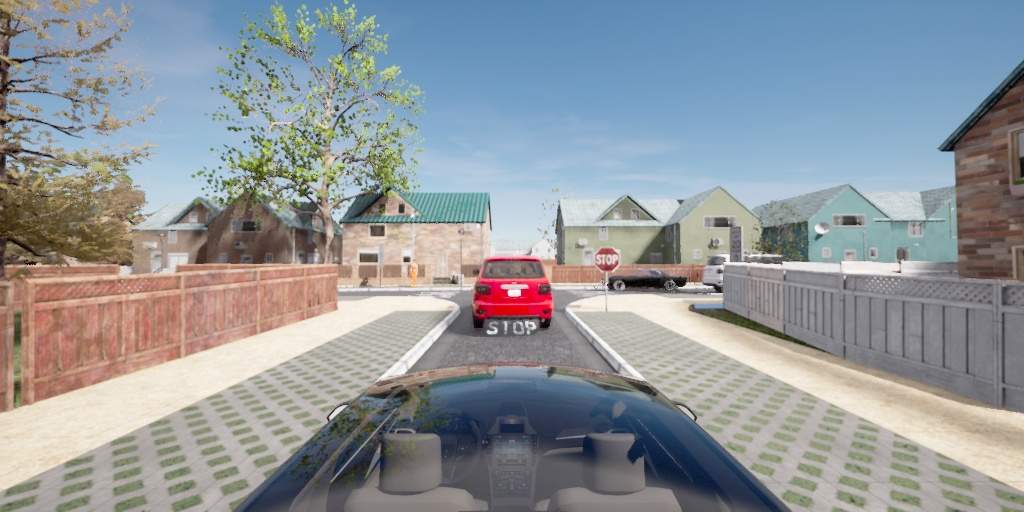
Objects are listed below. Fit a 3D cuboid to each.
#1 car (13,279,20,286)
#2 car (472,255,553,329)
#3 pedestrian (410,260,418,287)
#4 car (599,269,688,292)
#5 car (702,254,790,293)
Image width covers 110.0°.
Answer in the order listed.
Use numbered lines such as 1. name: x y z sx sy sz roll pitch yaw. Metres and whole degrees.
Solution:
1. car: -32.967 1.764 21.927 4.674 1.442 1.812 -1 -2 1
2. car: -0.087 1.002 11.530 2.150 2.045 5.566 0 0 -3
3. pedestrian: -6.703 1.174 24.496 0.375 1.860 0.375 0 -1 1
4. car: 7.690 1.418 21.378 4.718 1.301 1.895 -1 -2 1
5. car: 12.790 0.914 18.373 5.566 2.045 2.150 0 -2 1
